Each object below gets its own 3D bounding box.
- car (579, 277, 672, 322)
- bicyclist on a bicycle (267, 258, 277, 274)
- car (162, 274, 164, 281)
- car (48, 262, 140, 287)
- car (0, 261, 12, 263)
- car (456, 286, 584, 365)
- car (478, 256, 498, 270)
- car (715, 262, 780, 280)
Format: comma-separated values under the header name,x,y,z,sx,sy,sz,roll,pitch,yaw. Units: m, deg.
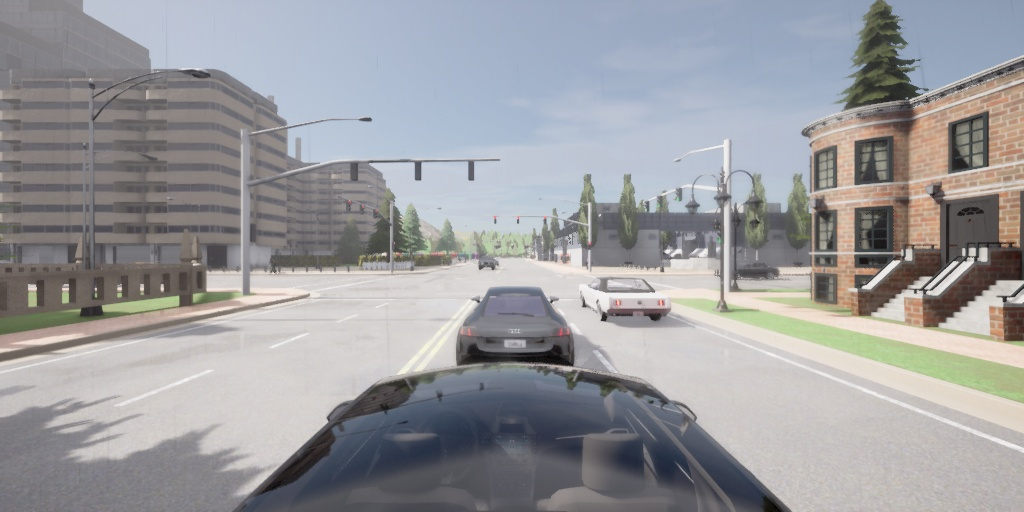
name,x,y,z,sx,sy,sz,roll,pitch,yaw
car,3.581,1.350,12.346,1.895,1.301,4.718,0,0,0
bicyclist on a bicycle,-25.251,1.051,37.744,0.582,1.620,1.656,0,0,0
car,-27.000,1.227,26.762,5.008,1.535,1.882,0,0,0
car,-27.008,1.227,23.261,5.008,1.535,1.882,0,0,0
car,-49.375,1.254,33.922,4.892,1.490,1.837,0,0,1
car,0.063,1.314,7.497,1.994,1.385,4.181,0,0,0
car,-3.591,0.965,51.962,2.150,2.045,5.566,0,1,0
car,19.724,1.253,30.151,4.892,1.490,1.837,0,0,-1
